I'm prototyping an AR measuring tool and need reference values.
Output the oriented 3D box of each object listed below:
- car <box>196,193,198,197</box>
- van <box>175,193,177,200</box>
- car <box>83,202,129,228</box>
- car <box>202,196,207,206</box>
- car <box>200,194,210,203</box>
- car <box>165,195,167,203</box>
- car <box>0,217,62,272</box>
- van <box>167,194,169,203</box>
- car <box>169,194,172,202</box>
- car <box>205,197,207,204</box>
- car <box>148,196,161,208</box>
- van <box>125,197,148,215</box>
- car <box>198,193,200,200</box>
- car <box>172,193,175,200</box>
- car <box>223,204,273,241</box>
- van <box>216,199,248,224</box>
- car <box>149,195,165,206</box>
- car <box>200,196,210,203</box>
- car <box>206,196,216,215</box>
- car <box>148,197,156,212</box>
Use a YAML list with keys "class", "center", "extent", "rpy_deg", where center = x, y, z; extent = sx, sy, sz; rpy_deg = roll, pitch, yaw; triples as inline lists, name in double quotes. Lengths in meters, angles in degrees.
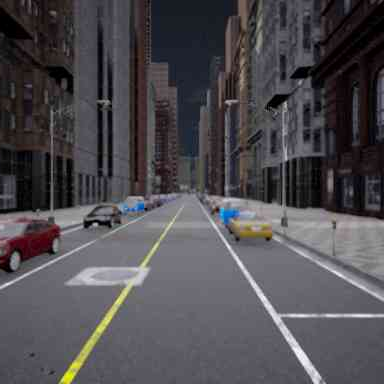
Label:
- class: "car"
  center: [2.797, 1.486, 89.658]
  extent: [1.967, 1.590, 4.097]
  rpy_deg: [0, 0, 0]
- class: "van"
  center: [-5.728, 1.386, 89.655]
  extent: [1.690, 1.788, 3.998]
  rpy_deg: [0, 0, 0]
- class: "car"
  center: [-5.756, 1.573, 22.014]
  extent: [1.947, 1.339, 4.313]
  rpy_deg: [0, 0, 0]
- class: "car"
  center: [2.779, 1.570, 44.568]
  extent: [2.008, 1.369, 4.403]
  rpy_deg: [0, 0, 0]
- class: "car"
  center: [2.783, 1.466, 55.840]
  extent: [1.967, 1.590, 4.097]
  rpy_deg: [0, 0, 0]
- class: "car"
  center: [-5.741, 1.570, 55.834]
  extent: [1.887, 1.381, 4.507]
  rpy_deg: [0, 0, 0]
- class: "car"
  center: [-5.760, 1.547, 10.740]
  extent: [1.887, 1.381, 4.507]
  rpy_deg: [0, 0, 0]
- class: "van"
  center: [-5.740, 1.370, 61.471]
  extent: [1.690, 1.788, 3.998]
  rpy_deg: [0, 0, 0]
- class: "car"
  center: [-5.737, 1.472, 67.108]
  extent: [1.967, 1.590, 4.097]
  rpy_deg: [0, 0, 0]
- class: "car"
  center: [2.776, 1.542, 39.102]
  extent: [1.752, 1.417, 4.829]
  rpy_deg: [0, 0, 0]
- class: "car"
  center: [-5.746, 1.585, 44.561]
  extent: [1.947, 1.339, 4.313]
  rpy_deg: [0, 0, 0]
- class: "van"
  center: [-5.752, 1.354, 33.287]
  extent: [1.690, 1.788, 3.998]
  rpy_deg: [0, 0, 0]
- class: "car"
  center: [2.788, 1.347, 67.114]
  extent: [2.192, 1.841, 5.009]
  rpy_deg: [0, 0, 0]
- class: "car"
  center: [-5.732, 1.478, 78.381]
  extent: [1.967, 1.590, 4.097]
  rpy_deg: [0, 0, 0]
- class: "car"
  center: [2.767, 1.530, 16.557]
  extent: [1.752, 1.417, 4.829]
  rpy_deg: [0, 0, 0]
- class: "van"
  center: [2.769, 1.349, 22.022]
  extent: [1.690, 1.788, 3.998]
  rpy_deg: [0, 0, 0]
- class: "car"
  center: [-5.745, 1.337, 50.197]
  extent: [2.192, 1.841, 5.009]
  rpy_deg: [0, 0, 0]
- class: "car"
  center: [2.791, 1.580, 72.750]
  extent: [1.887, 1.381, 4.507]
  rpy_deg: [0, 0, 0]
- class: "car"
  center: [2.774, 1.454, 33.295]
  extent: [1.967, 1.590, 4.097]
  rpy_deg: [0, 0, 0]
- class: "car"
  center: [-5.748, 1.582, 38.924]
  extent: [1.947, 1.339, 4.313]
  rpy_deg: [0, 0, 0]
